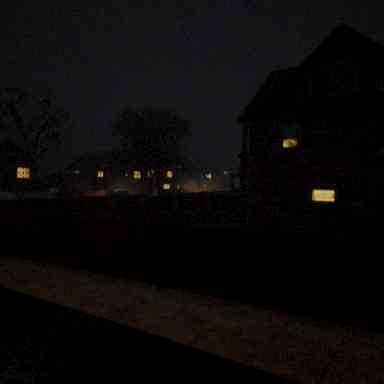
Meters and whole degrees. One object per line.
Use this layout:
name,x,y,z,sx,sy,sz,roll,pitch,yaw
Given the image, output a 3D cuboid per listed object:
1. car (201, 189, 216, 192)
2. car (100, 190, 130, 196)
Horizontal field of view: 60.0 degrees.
car,2.398,0.344,53.912,1.882,1.535,5.008,1,2,36
car,-9.104,0.620,38.499,2.097,1.767,4.553,1,2,37
